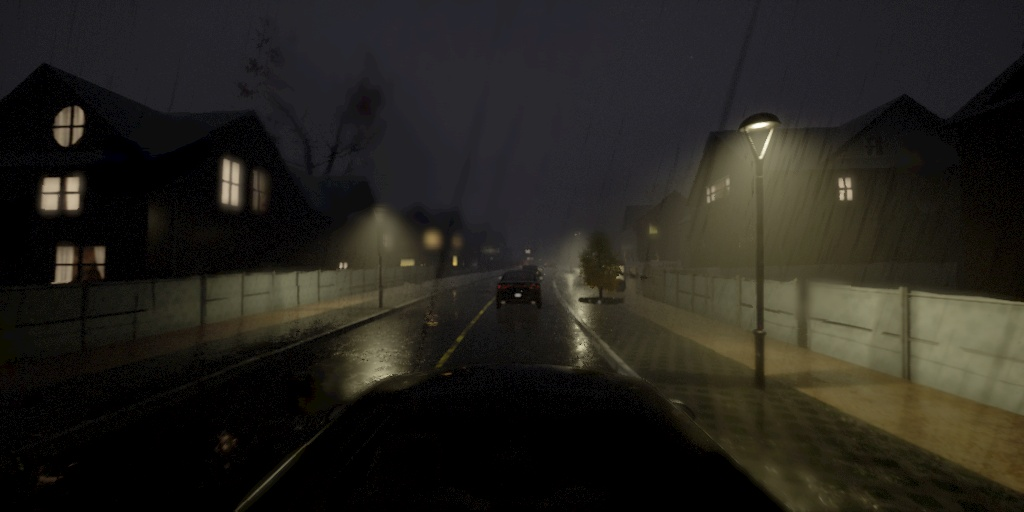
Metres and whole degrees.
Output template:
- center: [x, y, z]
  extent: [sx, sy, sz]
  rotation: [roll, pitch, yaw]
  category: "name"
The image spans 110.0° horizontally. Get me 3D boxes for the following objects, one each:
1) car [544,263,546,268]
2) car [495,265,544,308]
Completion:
- center: [1.662, 1.512, 30.891]
  extent: [1.837, 1.490, 4.892]
  rotation: [0, 0, 7]
  category: "car"
- center: [0.379, 1.365, 16.213]
  extent: [1.882, 1.535, 5.008]
  rotation: [0, 0, 4]
  category: "car"
